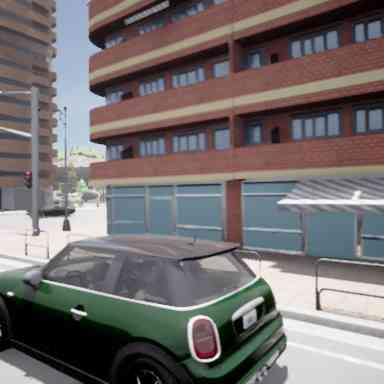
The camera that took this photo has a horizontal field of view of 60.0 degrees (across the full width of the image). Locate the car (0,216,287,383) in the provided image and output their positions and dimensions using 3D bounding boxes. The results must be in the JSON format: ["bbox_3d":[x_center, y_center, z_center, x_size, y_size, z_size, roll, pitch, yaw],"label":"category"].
[{"bbox_3d":[-1.111,1.396,4.784,4.553,1.767,2.097,-1,-1,36],"label":"car"}]

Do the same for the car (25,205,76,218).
[{"bbox_3d":[-14.631,1.993,34.526,1.895,1.301,4.718,-1,-1,36],"label":"car"}]
